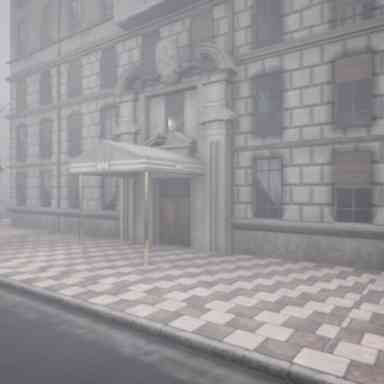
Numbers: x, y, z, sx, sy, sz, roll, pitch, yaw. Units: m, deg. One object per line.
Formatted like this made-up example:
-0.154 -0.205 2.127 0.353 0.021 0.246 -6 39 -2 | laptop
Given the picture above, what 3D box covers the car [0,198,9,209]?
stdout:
-26.466 1.420 43.097 1.882 1.535 5.008 0 1 35 | car
